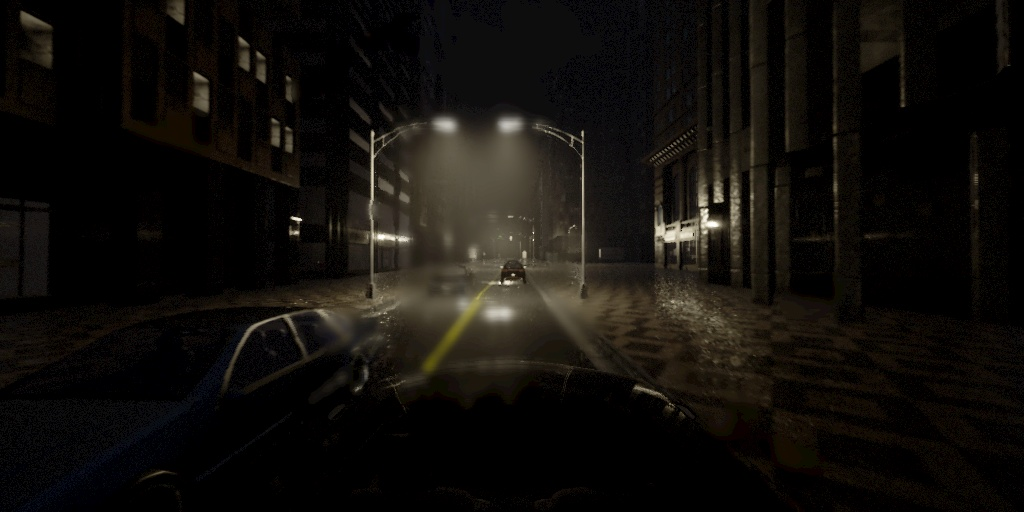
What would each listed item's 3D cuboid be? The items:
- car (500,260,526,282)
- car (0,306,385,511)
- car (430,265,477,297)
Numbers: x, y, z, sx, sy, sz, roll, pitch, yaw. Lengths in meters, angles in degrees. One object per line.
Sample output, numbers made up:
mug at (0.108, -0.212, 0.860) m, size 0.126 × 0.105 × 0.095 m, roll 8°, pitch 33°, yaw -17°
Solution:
car at (0.094, 1.230, 28.518) m, size 1.882 × 1.535 × 5.008 m, roll 0°, pitch 0°, yaw 0°
car at (-3.065, 1.298, 3.772) m, size 2.033 × 1.411 × 5.357 m, roll 0°, pitch 0°, yaw 0°
car at (-3.011, 1.229, 19.081) m, size 1.882 × 1.535 × 5.008 m, roll 0°, pitch 0°, yaw 0°
